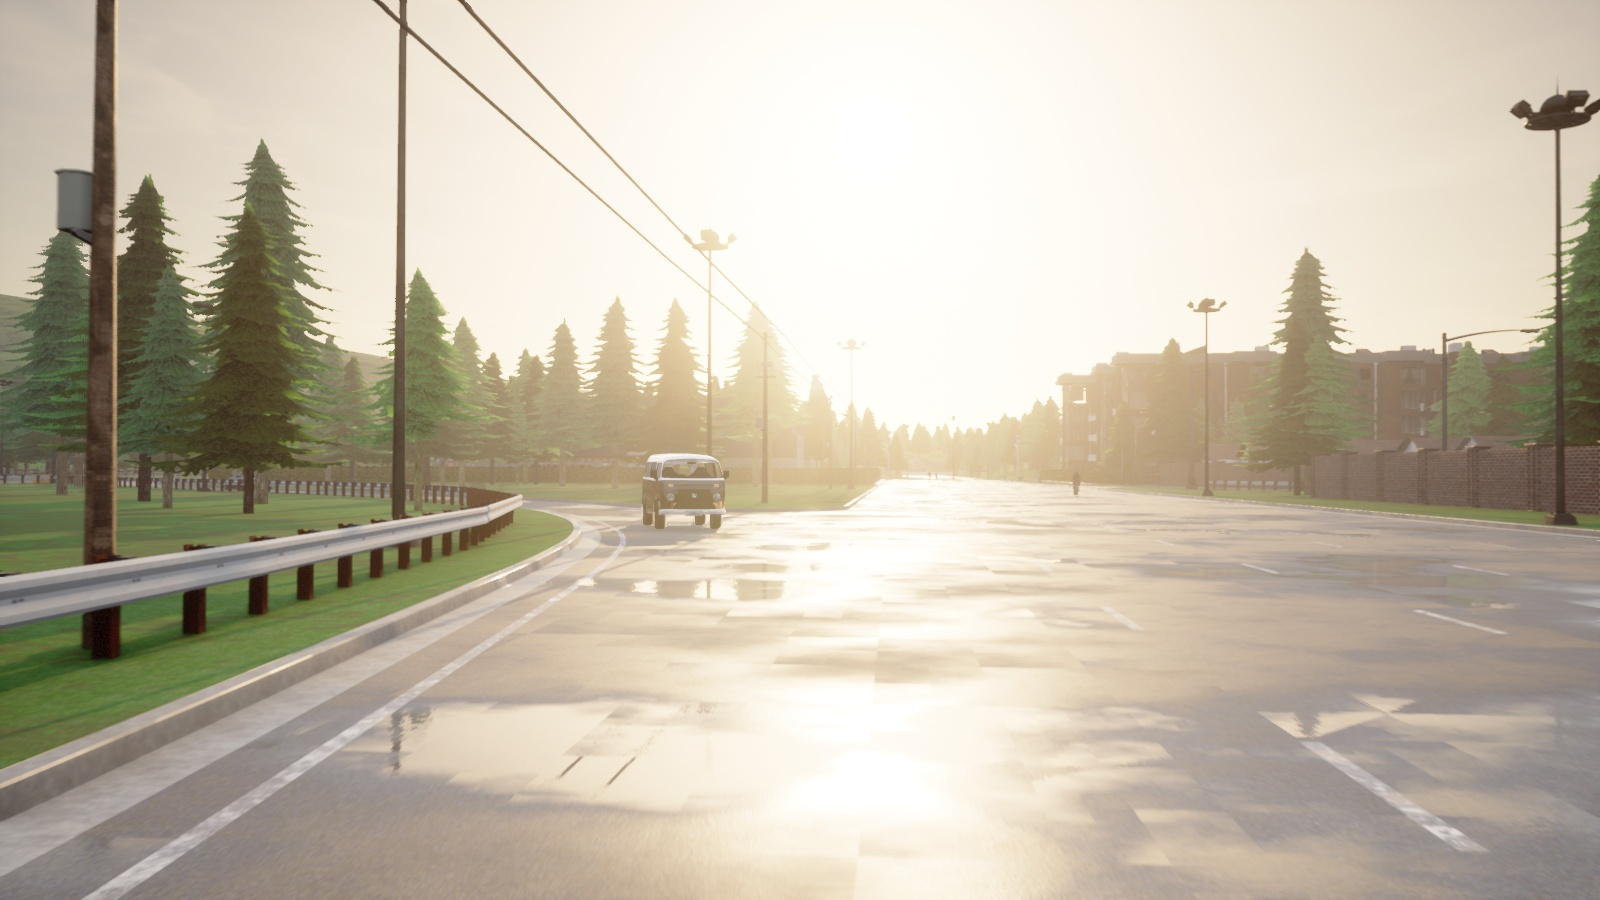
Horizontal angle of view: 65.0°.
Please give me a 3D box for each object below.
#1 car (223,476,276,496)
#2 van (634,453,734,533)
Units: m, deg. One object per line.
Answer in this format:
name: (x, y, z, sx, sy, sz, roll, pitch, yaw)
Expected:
car: (-38.494, 2.512, 87.726, 4.181, 1.385, 1.994, -1, -1, 45)
van: (-3.250, 1.128, 34.401, 2.069, 2.038, 4.480, 0, -1, -14)
